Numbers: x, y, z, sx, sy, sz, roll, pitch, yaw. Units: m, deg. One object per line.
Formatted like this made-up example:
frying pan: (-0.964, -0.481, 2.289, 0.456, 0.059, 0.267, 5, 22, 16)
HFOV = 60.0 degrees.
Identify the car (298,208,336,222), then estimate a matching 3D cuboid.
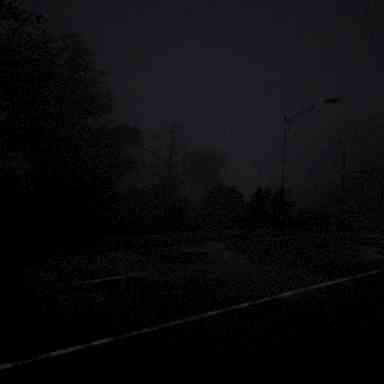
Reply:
car: (15.060, 2.717, 40.125, 2.128, 1.511, 4.902, 4, -1, -26)
